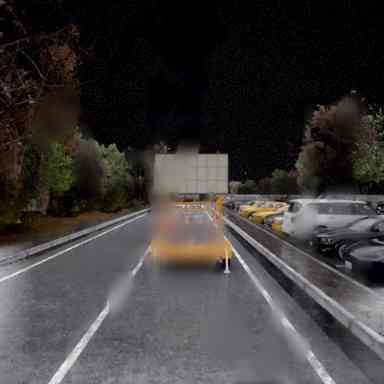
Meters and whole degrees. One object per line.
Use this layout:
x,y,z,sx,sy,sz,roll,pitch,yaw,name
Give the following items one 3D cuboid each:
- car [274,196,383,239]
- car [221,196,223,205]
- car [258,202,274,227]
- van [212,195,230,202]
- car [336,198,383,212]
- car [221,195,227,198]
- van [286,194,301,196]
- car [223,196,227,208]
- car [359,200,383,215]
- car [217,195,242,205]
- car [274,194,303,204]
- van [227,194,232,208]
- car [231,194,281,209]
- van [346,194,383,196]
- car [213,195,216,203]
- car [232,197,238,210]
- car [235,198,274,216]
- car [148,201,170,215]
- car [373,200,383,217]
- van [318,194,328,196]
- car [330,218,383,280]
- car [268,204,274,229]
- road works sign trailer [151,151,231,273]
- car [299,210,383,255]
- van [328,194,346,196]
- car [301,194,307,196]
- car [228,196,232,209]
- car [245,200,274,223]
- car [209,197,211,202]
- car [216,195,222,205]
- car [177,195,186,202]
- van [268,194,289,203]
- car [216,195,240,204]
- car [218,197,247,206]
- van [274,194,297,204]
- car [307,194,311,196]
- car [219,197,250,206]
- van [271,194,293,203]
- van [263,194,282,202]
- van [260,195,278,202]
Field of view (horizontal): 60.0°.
6.870,1.335,14.829,5.566,2.045,2.435,0,0,0,car
7.079,1.637,48.133,4.792,1.488,2.163,0,0,0,car
6.893,1.569,20.383,4.892,1.521,2.231,0,0,0,car
7.280,1.649,84.207,4.442,1.987,1.878,0,-1,0,van
20.126,1.554,39.634,5.008,1.535,2.097,0,0,0,car
7.101,1.652,50.909,4.792,1.488,2.163,0,0,0,car
20.415,1.448,61.920,4.442,1.987,1.878,0,0,0,van
7.057,1.622,45.357,4.792,1.488,2.163,0,0,0,car
20.105,1.563,34.096,4.792,1.488,2.163,0,0,0,car
7.210,1.571,64.790,4.553,1.767,2.185,0,0,0,car
20.337,1.467,70.231,5.566,2.045,2.435,0,0,0,car
7.181,1.352,42.581,4.442,1.987,1.878,0,0,0,van
7.051,1.425,37.032,4.553,1.767,2.185,0,0,0,car
19.990,1.317,36.850,4.442,1.987,1.878,0,0,0,van
7.034,1.679,62.015,5.366,1.575,1.946,0,0,0,car
6.991,1.543,34.252,4.892,1.521,2.231,0,0,0,car
6.768,1.539,28.833,5.366,1.575,1.946,0,0,0,car
-3.309,1.629,34.035,1.994,1.385,4.181,0,0,0,car
20.084,1.561,31.457,4.792,1.488,2.163,0,0,0,car
20.048,1.358,45.176,4.442,1.987,1.878,0,0,0,van
6.768,1.635,9.279,4.792,1.488,2.163,0,0,0,car
7.050,1.574,17.605,5.366,1.575,1.946,0,0,0,car
-0.016,0.479,10.707,2.380,3.560,2.880,0,0,0,road works sign trailer
6.825,1.596,12.055,5.008,1.535,2.097,0,0,0,car
20.259,1.343,42.404,4.442,1.987,1.878,0,0,0,van
20.181,1.362,50.715,5.566,2.045,2.435,0,0,0,car
7.071,1.592,39.804,4.792,1.488,2.163,0,0,0,car
6.723,1.556,23.160,5.366,1.575,1.946,0,0,0,car
7.381,1.519,78.671,5.566,2.045,2.435,0,0,0,car
6.967,1.634,53.687,5.366,1.575,1.946,0,0,0,car
-2.870,1.786,90.890,2.150,2.045,5.566,0,-1,0,car
20.315,1.537,78.550,4.442,1.987,1.878,0,-1,0,van
7.233,1.586,67.566,4.553,1.767,2.185,0,0,0,car
7.191,1.668,59.237,4.892,1.521,2.231,0,0,0,car
20.504,1.507,73.000,4.442,1.987,1.878,0,0,0,van
20.159,1.348,47.945,5.566,2.045,2.435,0,0,0,car
7.181,1.653,56.461,4.892,1.521,2.231,0,0,0,car
20.525,1.521,75.645,4.442,1.987,1.878,0,0,0,van
20.358,1.637,83.940,4.442,1.987,1.878,0,-1,0,van
20.637,1.756,89.476,4.442,1.987,1.878,0,-1,0,van
